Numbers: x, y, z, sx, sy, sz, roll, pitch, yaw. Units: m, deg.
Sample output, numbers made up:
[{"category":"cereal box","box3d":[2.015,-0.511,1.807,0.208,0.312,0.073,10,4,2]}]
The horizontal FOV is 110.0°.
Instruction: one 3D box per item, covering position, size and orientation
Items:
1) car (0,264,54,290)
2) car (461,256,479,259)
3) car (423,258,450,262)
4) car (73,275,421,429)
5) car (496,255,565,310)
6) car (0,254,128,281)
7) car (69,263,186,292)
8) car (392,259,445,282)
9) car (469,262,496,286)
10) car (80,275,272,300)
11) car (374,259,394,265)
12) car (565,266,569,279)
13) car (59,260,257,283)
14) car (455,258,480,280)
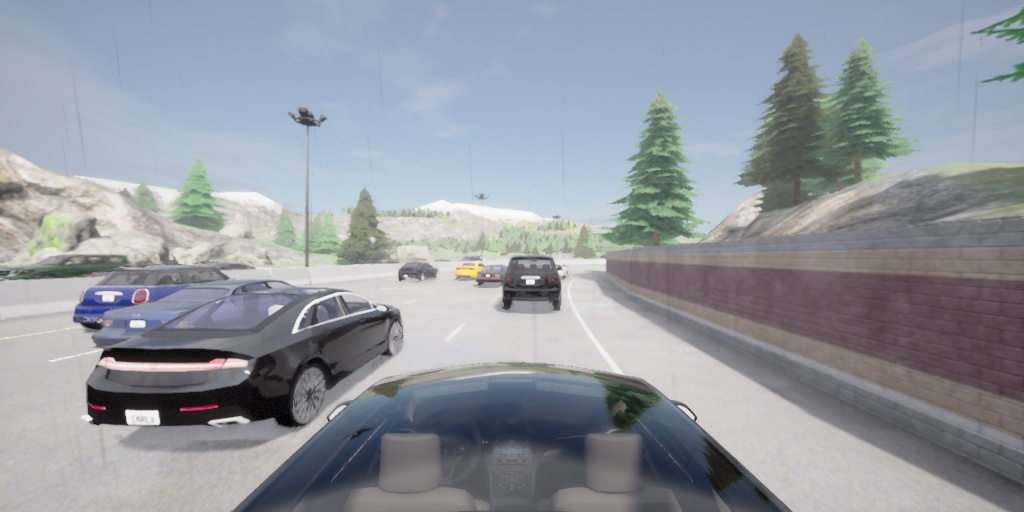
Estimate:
[{"category":"car","box3d":[-30.371,1.216,20.172,2.033,1.411,5.357,0,0,7]},{"category":"car","box3d":[-7.580,0.996,63.324,2.150,2.045,5.566,0,0,24]},{"category":"car","box3d":[-12.445,1.234,60.832,1.882,1.535,5.008,0,0,23]},{"category":"car","box3d":[-3.236,1.234,5.634,2.128,1.511,4.902,0,0,2]},{"category":"car","box3d":[0.911,0.984,14.903,2.150,2.045,5.566,0,0,6]},{"category":"car","box3d":[-26.633,0.905,21.709,2.150,2.045,5.566,0,0,8]},{"category":"car","box3d":[-23.065,1.218,21.848,1.812,1.442,4.674,0,0,8]},{"category":"car","box3d":[-7.445,1.252,29.079,1.837,1.490,4.892,0,0,11]},{"category":"car","box3d":[-1.079,1.312,25.481,2.033,1.411,5.357,0,0,11]},{"category":"car","box3d":[-6.624,1.282,8.995,2.033,1.411,5.357,0,0,4]},{"category":"car","box3d":[-20.693,1.254,59.067,1.812,1.442,4.674,0,0,21]},{"category":"car","box3d":[4.116,1.313,32.716,1.812,1.442,4.674,0,0,14]},{"category":"car","box3d":[-9.939,1.078,11.066,2.097,1.767,4.553,0,0,4]},{"category":"car","box3d":[-3.345,1.240,31.539,1.882,1.535,5.008,0,0,13]}]
